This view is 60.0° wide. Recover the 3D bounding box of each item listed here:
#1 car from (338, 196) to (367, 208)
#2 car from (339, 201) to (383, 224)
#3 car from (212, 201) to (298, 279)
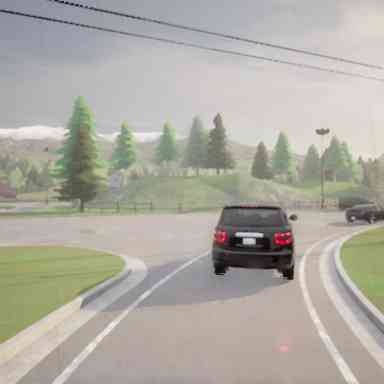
[{"bbox_3d":[23.050,1.599,46.792,5.566,2.045,2.150,0,0,-26],"label":"car"},{"bbox_3d":[14.308,1.722,26.627,4.892,1.490,1.837,0,-2,-33],"label":"car"},{"bbox_3d":[2.130,1.306,10.654,2.150,2.045,5.566,0,0,16],"label":"car"}]
